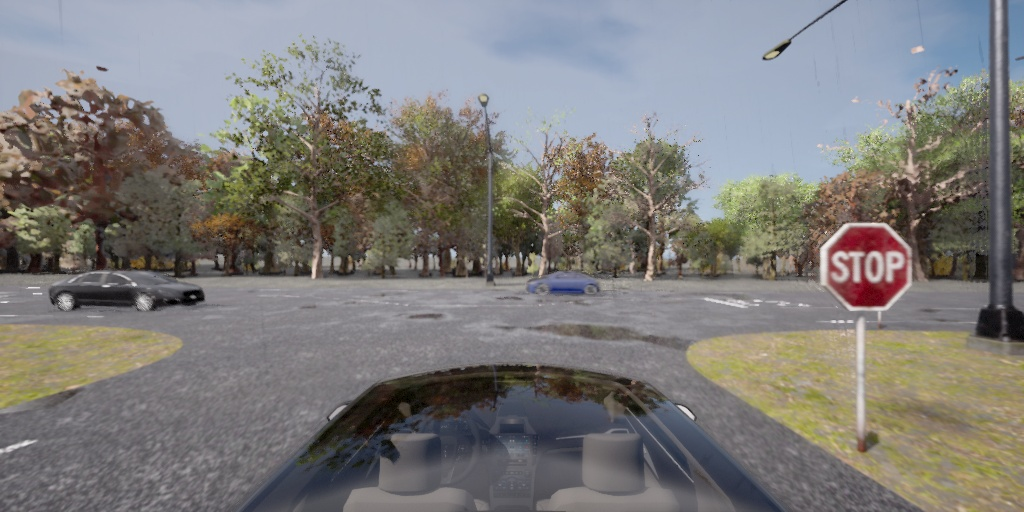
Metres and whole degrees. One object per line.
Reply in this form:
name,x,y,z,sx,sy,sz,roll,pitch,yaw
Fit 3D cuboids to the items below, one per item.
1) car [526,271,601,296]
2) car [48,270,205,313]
car,2.926,1.560,20.604,4.181,1.385,1.994,0,-1,0
car,-14.616,1.298,13.749,4.892,1.490,1.837,0,-1,1
